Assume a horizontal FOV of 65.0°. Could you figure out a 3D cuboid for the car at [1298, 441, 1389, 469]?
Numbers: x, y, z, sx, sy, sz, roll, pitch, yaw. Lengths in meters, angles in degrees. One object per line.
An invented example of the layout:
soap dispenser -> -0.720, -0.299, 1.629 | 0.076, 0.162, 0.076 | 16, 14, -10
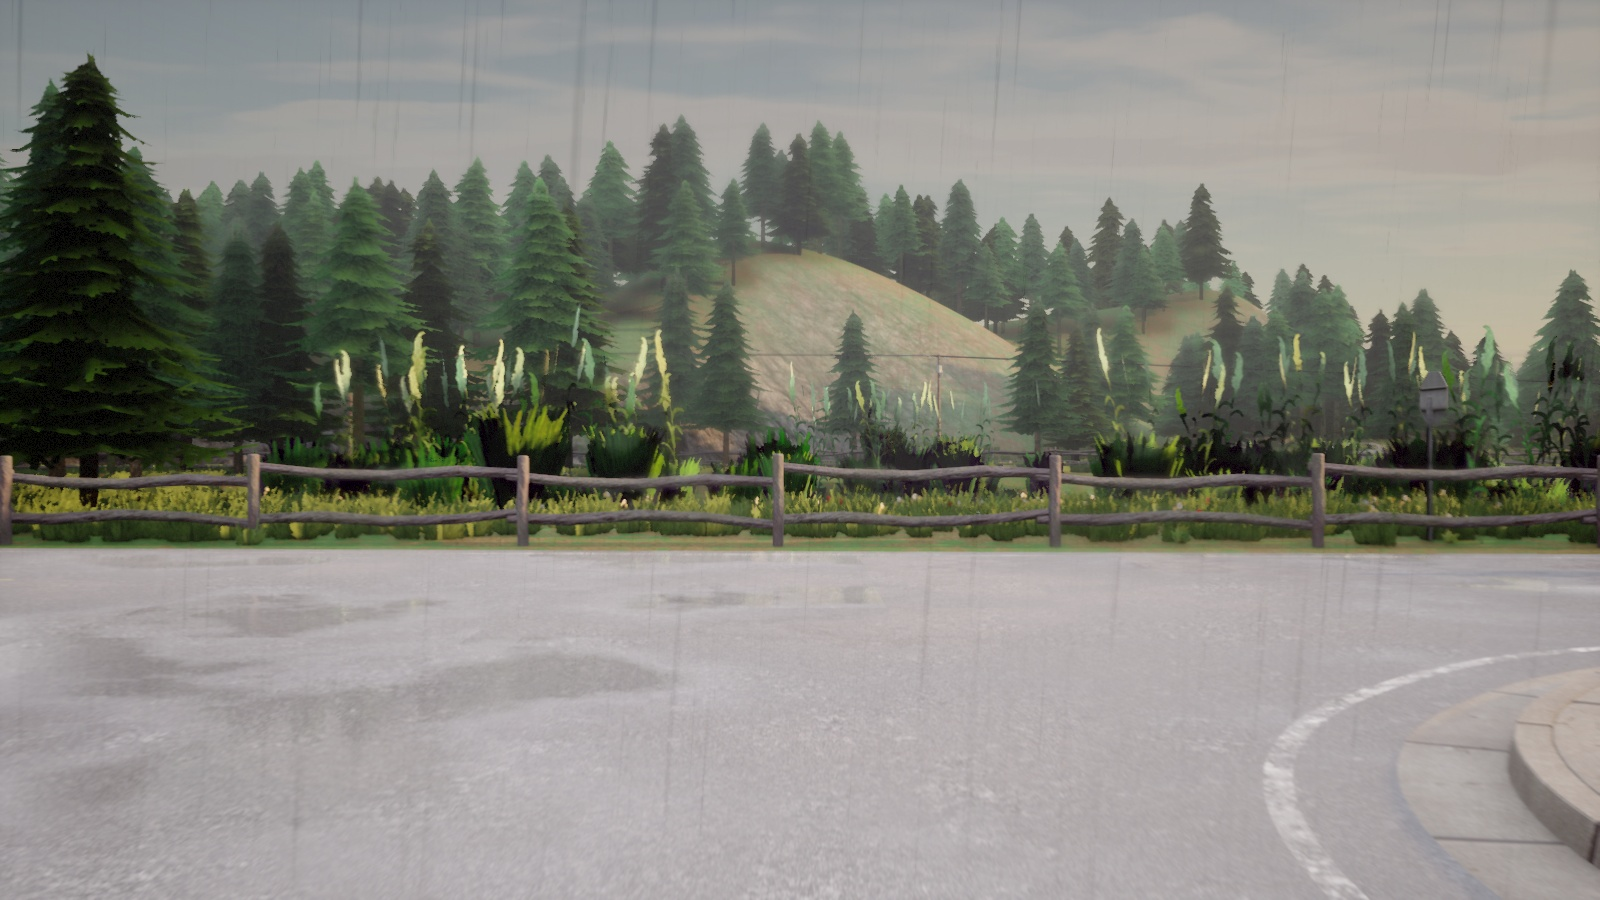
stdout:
car -> 33.417, 0.302, 77.254 | 4.611, 1.667, 2.242 | 0, 0, -1
